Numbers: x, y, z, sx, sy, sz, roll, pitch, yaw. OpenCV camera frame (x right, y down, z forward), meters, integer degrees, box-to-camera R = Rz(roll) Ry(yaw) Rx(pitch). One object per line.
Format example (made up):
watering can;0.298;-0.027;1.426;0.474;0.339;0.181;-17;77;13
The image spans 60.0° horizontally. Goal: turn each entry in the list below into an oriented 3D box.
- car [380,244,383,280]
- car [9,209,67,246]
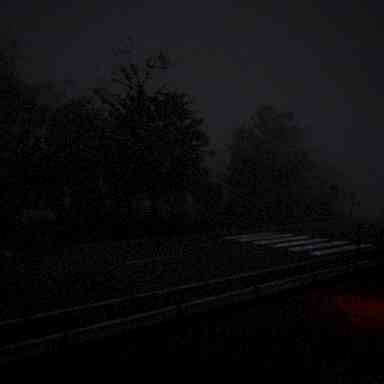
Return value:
car;6.474;1.456;7.848;5.008;1.535;1.882;1;-1;-33
car;-7.416;1.554;15.921;2.231;1.521;4.892;0;0;-35
